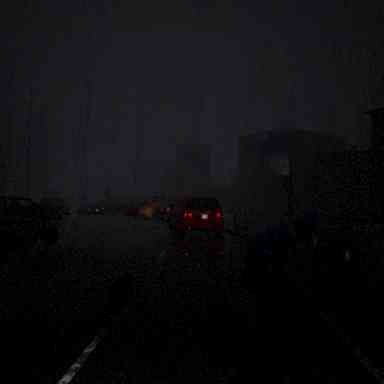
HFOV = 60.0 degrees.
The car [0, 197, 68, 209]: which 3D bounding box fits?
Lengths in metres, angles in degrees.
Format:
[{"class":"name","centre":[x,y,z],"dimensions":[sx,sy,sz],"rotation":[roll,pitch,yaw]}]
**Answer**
[{"class":"car","centre":[-11.799,1.329,22.598],"dimensions":[5.566,2.045,2.435],"rotation":[0,-1,-36]}]

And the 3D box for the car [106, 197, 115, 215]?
[{"class":"car","centre":[-9.701,1.755,40.338],"dimensions":[4.553,1.767,2.185],"rotation":[0,-2,-36]}]

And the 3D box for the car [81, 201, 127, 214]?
[{"class":"car","centre":[-11.250,1.960,42.815],"dimensions":[5.366,1.575,1.946],"rotation":[0,-2,-36]}]

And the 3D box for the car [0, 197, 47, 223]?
[{"class":"car","centre":[-15.049,1.415,26.988],"dimensions":[5.566,2.045,2.435],"rotation":[0,-1,-37]}]

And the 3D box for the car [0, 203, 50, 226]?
[{"class":"car","centre":[-13.404,1.622,24.727],"dimensions":[4.892,1.521,2.231],"rotation":[0,-1,-37]}]

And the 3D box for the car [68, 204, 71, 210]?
[{"class":"car","centre":[-14.289,1.550,34.438],"dimensions":[2.150,2.045,5.566],"rotation":[0,-2,-36]}]

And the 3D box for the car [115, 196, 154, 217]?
[{"class":"car","centre":[-4.237,1.429,32.906],"dimensions":[5.566,2.045,2.435],"rotation":[0,-1,-36]}]

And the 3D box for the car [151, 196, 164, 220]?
[{"class":"car","centre":[-0.696,1.466,28.118],"dimensions":[4.553,1.767,2.185],"rotation":[0,-1,-37]}]

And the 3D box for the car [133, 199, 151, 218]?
[{"class":"car","centre":[-2.480,1.637,30.571],"dimensions":[5.008,1.535,2.097],"rotation":[0,-1,-37]}]

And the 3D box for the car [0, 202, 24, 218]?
[{"class":"car","centre":[-20.173,1.855,33.611],"dimensions":[5.366,1.575,1.946],"rotation":[0,-2,-36]}]

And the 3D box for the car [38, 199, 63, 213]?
[{"class":"car","centre":[-21.150,2.067,49.523],"dimensions":[2.150,2.045,5.566],"rotation":[0,-2,-36]}]

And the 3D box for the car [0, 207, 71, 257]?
[{"class":"car","centre":[-6.880,1.467,10.899],"dimensions":[2.128,1.511,4.902],"rotation":[1,1,40]}]

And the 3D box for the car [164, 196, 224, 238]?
[{"class":"car","centre":[0.057,1.249,18.136],"dimensions":[2.150,2.045,5.566],"rotation":[0,0,-12]}]

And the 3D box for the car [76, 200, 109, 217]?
[{"class":"car","centre":[-10.810,1.872,35.391],"dimensions":[1.994,1.385,4.181],"rotation":[0,-1,-36]}]

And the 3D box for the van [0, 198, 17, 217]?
[{"class":"van","centre":[-21.584,1.712,36.047],"dimensions":[4.442,1.987,1.878],"rotation":[0,-2,-36]}]
